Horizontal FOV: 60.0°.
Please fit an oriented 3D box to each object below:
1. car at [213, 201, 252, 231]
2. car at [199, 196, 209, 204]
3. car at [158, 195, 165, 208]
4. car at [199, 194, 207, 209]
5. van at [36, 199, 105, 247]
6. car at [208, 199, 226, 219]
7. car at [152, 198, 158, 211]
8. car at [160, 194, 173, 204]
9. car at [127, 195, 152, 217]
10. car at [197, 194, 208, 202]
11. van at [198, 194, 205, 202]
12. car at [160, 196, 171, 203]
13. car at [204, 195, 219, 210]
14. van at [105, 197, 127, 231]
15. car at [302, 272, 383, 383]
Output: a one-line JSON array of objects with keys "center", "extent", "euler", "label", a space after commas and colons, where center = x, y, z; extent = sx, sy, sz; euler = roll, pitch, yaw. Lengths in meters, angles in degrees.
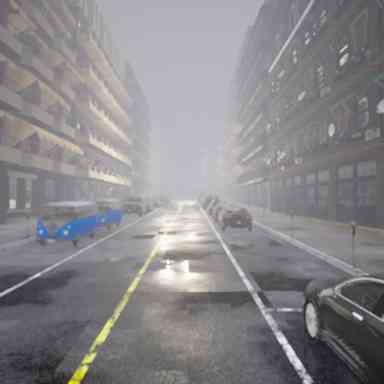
[{"center": [2.521, 1.514, 20.173], "extent": [1.887, 1.381, 4.507], "euler": [1, 0, 0], "label": "car"}, {"center": [2.335, 1.566, 64.422], "extent": [1.802, 1.307, 4.206], "euler": [1, 0, 0], "label": "car"}, {"center": [-5.455, 1.538, 47.861], "extent": [1.947, 1.339, 4.313], "euler": [1, 0, 0], "label": "car"}, {"center": [2.416, 1.278, 42.296], "extent": [2.192, 1.841, 5.009], "euler": [1, 0, 0], "label": "car"}, {"center": [-5.336, 1.321, 14.676], "extent": [1.690, 1.788, 3.998], "euler": [1, 0, 0], "label": "van"}, {"center": [2.502, 1.511, 25.703], "extent": [1.887, 1.381, 4.507], "euler": [1, 0, 0], "label": "car"}, {"center": [-5.411, 1.285, 36.798], "extent": [2.192, 1.841, 5.009], "euler": [1, 0, 0], "label": "car"}, {"center": [-5.506, 1.305, 64.450], "extent": [2.192, 1.841, 5.009], "euler": [1, 0, 0], "label": "car"}, {"center": [-5.392, 1.286, 31.268], "extent": [2.192, 1.841, 5.009], "euler": [1, 0, 0], "label": "car"}, {"center": [2.302, 1.321, 75.485], "extent": [2.192, 1.841, 5.009], "euler": [1, 0, 0], "label": "car"}, {"center": [2.283, 1.361, 81.017], "extent": [1.690, 1.788, 3.998], "euler": [1, 0, 0], "label": "van"}, {"center": [-5.530, 1.545, 69.982], "extent": [1.887, 1.381, 4.507], "euler": [1, 0, 0], "label": "car"}, {"center": [2.493, 1.404, 31.235], "extent": [1.967, 1.590, 4.097], "euler": [1, 0, 0], "label": "car"}, {"center": [-5.356, 1.317, 20.208], "extent": [1.690, 1.788, 3.998], "euler": [1, 0, 0], "label": "van"}, {"center": [2.576, 1.542, 3.581], "extent": [2.008, 1.369, 4.403], "euler": [1, 0, 0], "label": "car"}]
